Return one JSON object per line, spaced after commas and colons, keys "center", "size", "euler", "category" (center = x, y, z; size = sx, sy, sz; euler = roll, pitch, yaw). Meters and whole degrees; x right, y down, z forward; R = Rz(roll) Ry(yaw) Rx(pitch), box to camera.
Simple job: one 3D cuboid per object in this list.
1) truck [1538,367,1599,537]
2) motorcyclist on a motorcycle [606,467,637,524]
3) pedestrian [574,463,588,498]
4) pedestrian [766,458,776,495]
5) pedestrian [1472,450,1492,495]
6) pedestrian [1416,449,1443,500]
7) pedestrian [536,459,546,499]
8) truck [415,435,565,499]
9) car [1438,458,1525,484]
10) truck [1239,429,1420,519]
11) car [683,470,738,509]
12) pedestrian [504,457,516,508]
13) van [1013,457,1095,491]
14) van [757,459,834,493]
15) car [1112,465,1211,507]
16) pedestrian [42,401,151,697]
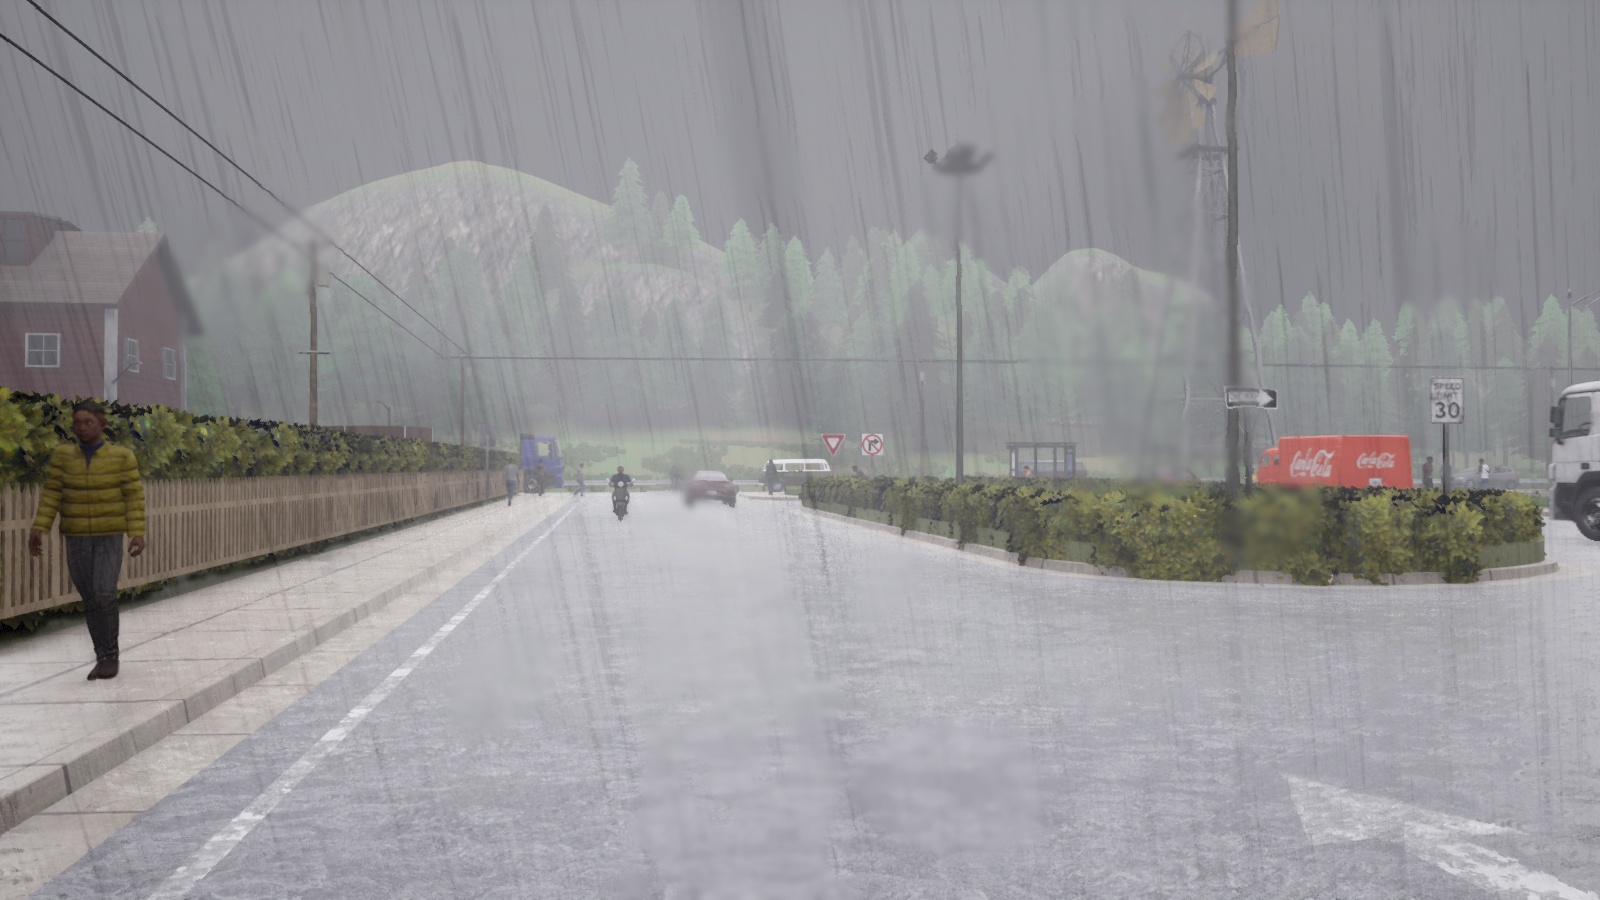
{"center": [17.795, -0.003, 23.722], "size": [2.891, 3.462, 7.936], "euler": [0, -1, -1], "category": "truck"}
{"center": [-5.194, 1.304, 36.461], "size": [0.866, 1.590, 1.817], "euler": [0, -1, -8], "category": "motorcyclist on a motorcycle"}
{"center": [-11.522, 1.596, 66.196], "size": [0.706, 1.836, 0.354], "euler": [0, -1, -7], "category": "pedestrian"}
{"center": [-1.437, 1.322, 62.403], "size": [0.353, 1.847, 0.614], "euler": [0, -1, -15], "category": "pedestrian"}
{"center": [27.894, 0.919, 51.367], "size": [0.354, 1.836, 0.706], "euler": [0, -1, -8], "category": "pedestrian"}
{"center": [22.759, 0.883, 45.406], "size": [0.328, 1.805, 0.869], "euler": [0, -1, -17], "category": "pedestrian"}
{"center": [-12.526, 1.397, 60.805], "size": [0.396, 1.930, 0.692], "euler": [0, -1, -7], "category": "pedestrian"}
{"center": [-17.394, 0.937, 70.896], "size": [7.936, 3.462, 2.891], "euler": [0, -1, -8], "category": "truck"}
{"center": [45.122, 1.387, 83.242], "size": [4.611, 1.667, 2.242], "euler": [0, -1, -8], "category": "car"}
{"center": [15.652, 0.697, 37.534], "size": [2.627, 2.467, 5.204], "euler": [0, -1, -9], "category": "truck"}
{"center": [-3.583, 1.539, 49.620], "size": [1.812, 1.442, 4.674], "euler": [0, -1, -8], "category": "car"}
{"center": [-10.609, 1.180, 45.938], "size": [0.354, 1.836, 0.706], "euler": [0, -1, -9], "category": "pedestrian"}
{"center": [15.240, 1.450, 75.492], "size": [4.442, 1.987, 1.775], "euler": [0, -1, -8], "category": "van"}
{"center": [-0.302, 1.575, 76.834], "size": [4.480, 2.038, 2.069], "euler": [0, -1, -8], "category": "van"}
{"center": [13.666, 1.352, 47.684], "size": [1.845, 1.501, 3.633], "euler": [0, -1, -19], "category": "car"}
{"center": [-4.592, 0.621, 8.224], "size": [0.431, 1.840, 0.709], "euler": [0, -1, -12], "category": "pedestrian"}
